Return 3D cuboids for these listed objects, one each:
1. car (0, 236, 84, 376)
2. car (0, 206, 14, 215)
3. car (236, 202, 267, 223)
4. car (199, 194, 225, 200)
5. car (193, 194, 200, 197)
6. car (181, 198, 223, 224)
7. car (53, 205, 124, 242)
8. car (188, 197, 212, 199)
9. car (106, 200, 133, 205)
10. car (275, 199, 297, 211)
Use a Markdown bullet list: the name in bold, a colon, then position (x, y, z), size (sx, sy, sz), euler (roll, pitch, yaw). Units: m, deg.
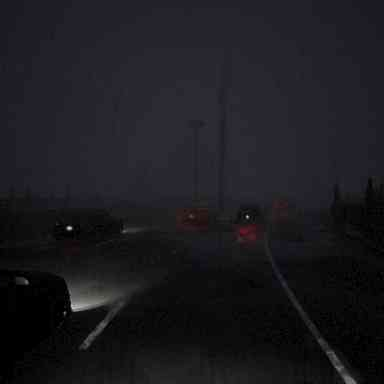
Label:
- **car**: position (-3.126, 1.556, 4.052), size (1.994, 1.385, 4.181), euler (0, 0, 3)
- **car**: position (-17.103, 1.617, 27.105), size (1.895, 1.301, 4.718), euler (0, 0, 16)
- **car**: position (4.690, 1.526, 25.927), size (1.837, 1.490, 4.892), euler (0, -1, 18)
- **car**: position (3.756, 1.502, 55.256), size (2.097, 1.767, 4.553), euler (0, 0, 35)
- **car**: position (1.423, 1.457, 63.918), size (2.150, 2.045, 5.566), euler (-1, -1, 38)
- **car**: position (0.697, 1.498, 24.956), size (1.882, 1.535, 5.008), euler (0, 0, 17)
- **car**: position (-5.003, 1.565, 16.599), size (1.994, 1.385, 4.181), euler (0, 0, 11)
- **car**: position (0.364, 1.572, 34.219), size (1.812, 1.442, 4.674), euler (0, 0, 23)
- **car**: position (-8.736, 1.637, 40.057), size (1.994, 1.385, 4.181), euler (0, 0, 25)
- **car**: position (11.609, 1.592, 41.195), size (1.812, 1.442, 4.674), euler (0, 0, 29)
